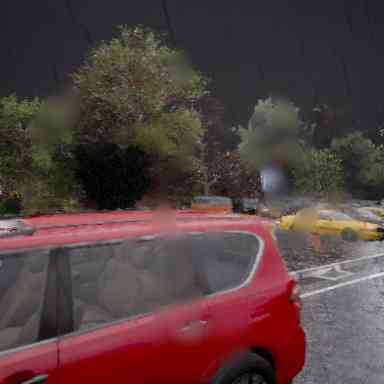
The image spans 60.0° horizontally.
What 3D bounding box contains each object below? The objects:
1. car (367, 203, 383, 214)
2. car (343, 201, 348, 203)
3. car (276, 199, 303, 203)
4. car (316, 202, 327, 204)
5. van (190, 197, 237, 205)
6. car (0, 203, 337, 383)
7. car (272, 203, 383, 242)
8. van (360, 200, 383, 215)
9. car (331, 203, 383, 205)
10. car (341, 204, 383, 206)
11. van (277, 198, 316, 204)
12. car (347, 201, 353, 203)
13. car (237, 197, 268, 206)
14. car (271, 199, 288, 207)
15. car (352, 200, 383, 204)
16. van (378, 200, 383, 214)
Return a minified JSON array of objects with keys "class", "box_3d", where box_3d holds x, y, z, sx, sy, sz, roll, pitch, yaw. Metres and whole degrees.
[{"class":"car","box_3d":[28.740,2.482,48.908,2.097,1.535,5.008,2,-1,-36]},{"class":"car","box_3d":[15.127,2.048,39.165,2.097,1.535,5.008,2,-1,-36]},{"class":"car","box_3d":[8.470,1.838,34.405,2.231,1.521,4.892,2,-1,-36]},{"class":"car","box_3d":[12.993,1.855,37.608,2.185,1.767,4.553,2,-1,-36]},{"class":"van","box_3d":[1.548,1.417,29.610,1.878,1.987,4.442,1,-1,-36]},{"class":"car","box_3d":[-1.427,1.223,2.665,5.566,2.045,2.150,0,0,-36]},{"class":"car","box_3d":[6.990,1.591,17.050,1.946,1.575,5.366,1,-1,-36]},{"class":"van","box_3d":[26.562,2.185,47.202,1.878,1.987,4.442,2,-1,-36]},{"class":"car","box_3d":[11.386,1.698,20.427,2.097,1.535,5.008,2,-1,-36]},{"class":"car","box_3d":[9.131,1.643,18.815,2.231,1.521,4.892,1,-1,-36]},{"class":"van","box_3d":[10.657,1.683,36.120,1.878,1.987,4.442,2,-1,-36]},{"class":"car","box_3d":[17.482,2.123,40.848,2.097,1.535,5.008,2,-1,-36]},{"class":"car","box_3d":[3.953,1.450,31.218,2.435,2.045,5.566,1,-1,-36]},{"class":"car","box_3d":[6.323,1.764,32.651,1.946,1.575,5.366,2,-1,-36]},{"class":"car","box_3d":[13.632,1.638,22.064,2.185,1.767,4.553,2,-1,-36]},{"class":"van","box_3d":[30.947,2.340,50.336,1.878,1.987,4.442,2,-1,-36]}]
